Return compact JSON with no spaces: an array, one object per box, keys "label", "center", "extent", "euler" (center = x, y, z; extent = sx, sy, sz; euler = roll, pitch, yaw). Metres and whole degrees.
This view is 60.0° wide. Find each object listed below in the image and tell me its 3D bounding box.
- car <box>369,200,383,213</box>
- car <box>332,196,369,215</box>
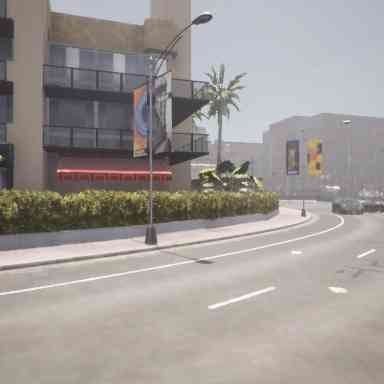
[{"label":"car","center":[19.731,1.601,36.704],"extent":[1.895,1.301,4.718],"euler":[0,0,5]},{"label":"car","center":[15.755,1.351,33.781],"extent":[2.097,1.767,4.553],"euler":[0,0,9]}]
